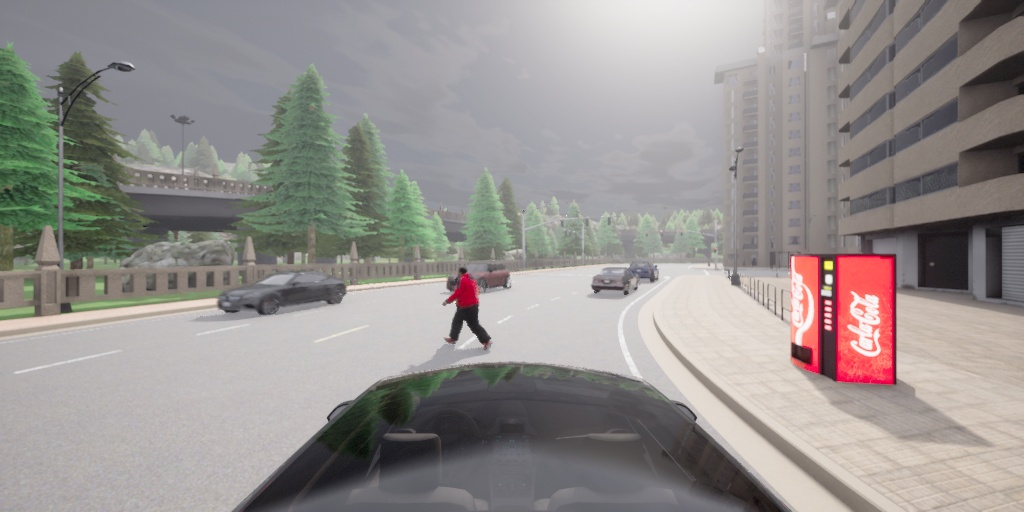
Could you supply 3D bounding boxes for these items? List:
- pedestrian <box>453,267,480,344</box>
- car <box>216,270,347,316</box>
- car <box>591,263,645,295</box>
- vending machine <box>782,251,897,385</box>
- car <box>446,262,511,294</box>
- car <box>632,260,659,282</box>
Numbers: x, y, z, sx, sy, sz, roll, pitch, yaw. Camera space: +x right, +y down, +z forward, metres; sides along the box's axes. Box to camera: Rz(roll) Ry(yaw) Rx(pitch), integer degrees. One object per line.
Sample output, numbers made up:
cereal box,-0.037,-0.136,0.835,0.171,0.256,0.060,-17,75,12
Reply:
pedestrian,-0.984,1.055,7.733,0.375,1.860,0.375,0,0,11
car,-8.450,1.295,13.717,1.812,1.442,4.674,0,0,18
car,5.953,1.333,20.332,2.033,1.411,5.357,0,0,27
vending machine,5.231,0.954,5.751,1.100,2.100,0.880,0,0,10
car,-1.830,1.136,20.892,2.097,1.767,4.553,0,0,27
car,10.786,1.156,29.519,2.097,1.767,4.553,0,0,28
